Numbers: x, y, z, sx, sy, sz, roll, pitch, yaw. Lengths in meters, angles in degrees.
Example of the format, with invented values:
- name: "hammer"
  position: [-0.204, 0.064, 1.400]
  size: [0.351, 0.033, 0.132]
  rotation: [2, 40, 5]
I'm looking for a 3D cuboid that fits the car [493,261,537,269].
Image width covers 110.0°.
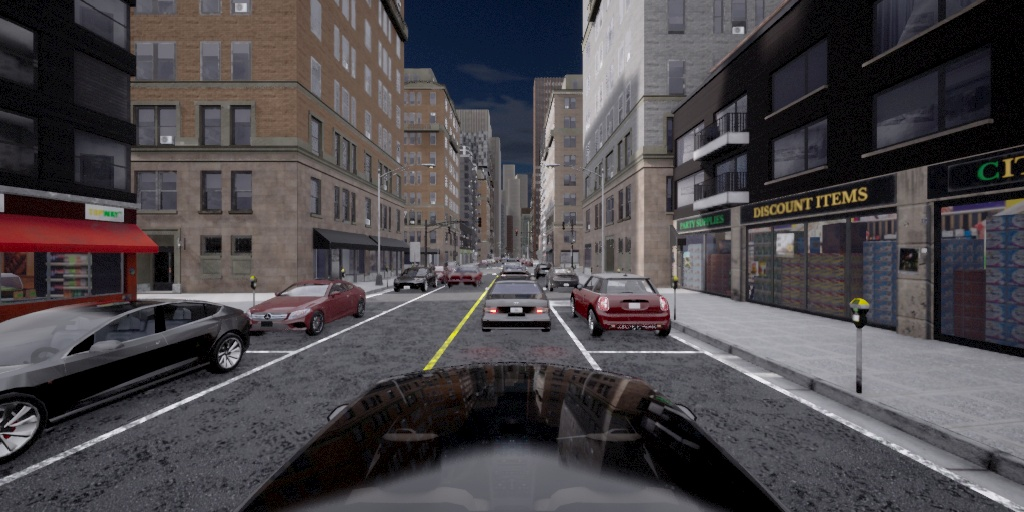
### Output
- name: "car"
  position: [0.149, 1.242, 21.334]
  size: [2.128, 1.511, 4.902]
  rotation: [0, 0, 0]

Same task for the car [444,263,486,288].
- name: "car"
  position: [-3.020, 1.352, 23.665]
  size: [1.895, 1.301, 4.718]
  rotation: [0, 0, 0]

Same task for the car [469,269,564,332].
- name: "car"
  position: [0.119, 1.297, 10.811]
  size: [2.033, 1.411, 5.357]
  rotation: [0, 0, 0]

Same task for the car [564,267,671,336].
- name: "car"
  position: [2.878, 1.189, 10.337]
  size: [1.967, 1.591, 4.097]
  rotation: [0, 0, 0]

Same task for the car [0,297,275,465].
- name: "car"
  position: [-5.663, 1.315, 4.859]
  size: [1.948, 1.339, 4.313]
  rotation: [0, 0, 0]

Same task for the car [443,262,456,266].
- name: "car"
  position: [-5.604, 1.333, 26.864]
  size: [1.802, 1.307, 4.207]
  rotation: [0, 0, 0]

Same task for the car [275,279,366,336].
- name: "car"
  position: [-5.648, 1.331, 10.361]
  size: [1.802, 1.307, 4.207]
  rotation: [0, 0, 0]

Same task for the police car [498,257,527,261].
- name: "police car"
  position: [0.076, 1.177, 31.353]
  size: [1.930, 1.638, 5.238]
  rotation: [0, 0, 0]

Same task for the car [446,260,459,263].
- name: "car"
  position: [-5.588, 1.192, 32.366]
  size: [1.967, 1.591, 4.097]
  rotation: [0, 0, 0]

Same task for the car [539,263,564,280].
- name: "car"
  position: [2.907, 1.301, 21.340]
  size: [2.007, 1.370, 4.403]
  rotation: [0, 0, 0]

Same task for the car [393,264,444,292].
- name: "car"
  position: [-5.618, 1.316, 21.363]
  size: [1.948, 1.339, 4.313]
  rotation: [0, 0, 0]

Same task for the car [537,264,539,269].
- name: "car"
  position: [2.937, 1.318, 32.342]
  size: [1.948, 1.339, 4.313]
  rotation: [0, 0, 0]
